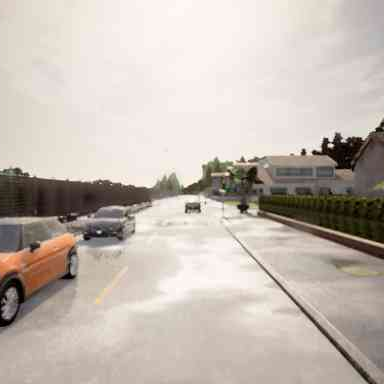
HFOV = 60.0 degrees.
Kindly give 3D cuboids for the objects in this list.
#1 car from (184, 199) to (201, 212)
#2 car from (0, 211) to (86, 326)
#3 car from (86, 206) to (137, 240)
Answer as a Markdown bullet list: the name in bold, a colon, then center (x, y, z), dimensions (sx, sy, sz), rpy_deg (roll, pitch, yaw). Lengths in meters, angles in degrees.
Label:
- **car**: center (0.102, 1.541, 40.086), dimensions (2.128, 1.511, 4.902), rpy_deg (0, 0, 0)
- **car**: center (-4.083, 1.361, 7.030), dimensions (2.097, 1.767, 4.553), rpy_deg (0, 0, 0)
- **car**: center (-4.060, 1.526, 17.050), dimensions (1.837, 1.490, 4.892), rpy_deg (0, 0, 1)
